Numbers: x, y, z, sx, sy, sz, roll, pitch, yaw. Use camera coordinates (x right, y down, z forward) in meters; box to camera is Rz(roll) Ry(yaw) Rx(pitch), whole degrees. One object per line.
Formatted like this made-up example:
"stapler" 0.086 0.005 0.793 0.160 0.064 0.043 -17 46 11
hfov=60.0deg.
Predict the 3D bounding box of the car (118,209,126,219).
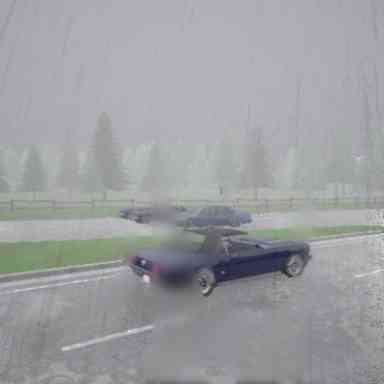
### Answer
"car" -3.305 1.533 25.812 4.718 1.301 1.895 0 0 -22

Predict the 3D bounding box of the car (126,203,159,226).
"car" -1.765 1.540 22.662 4.718 1.301 1.895 0 0 -22

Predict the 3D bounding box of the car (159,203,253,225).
"car" 1.008 1.490 19.999 5.357 1.411 2.033 0 0 -22

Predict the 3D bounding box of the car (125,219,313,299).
"car" 0.869 1.576 8.388 4.718 1.301 1.895 0 0 -33
